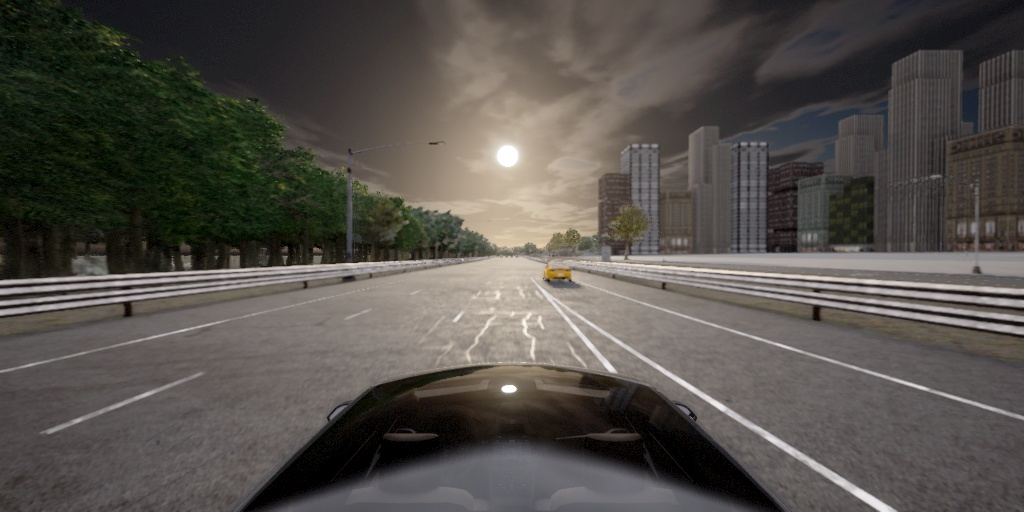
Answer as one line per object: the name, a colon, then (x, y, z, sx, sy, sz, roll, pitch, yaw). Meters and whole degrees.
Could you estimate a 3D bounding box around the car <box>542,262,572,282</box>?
car: (3.536, 1.235, 28.748, 1.882, 1.535, 5.008, 0, 0, 0)
